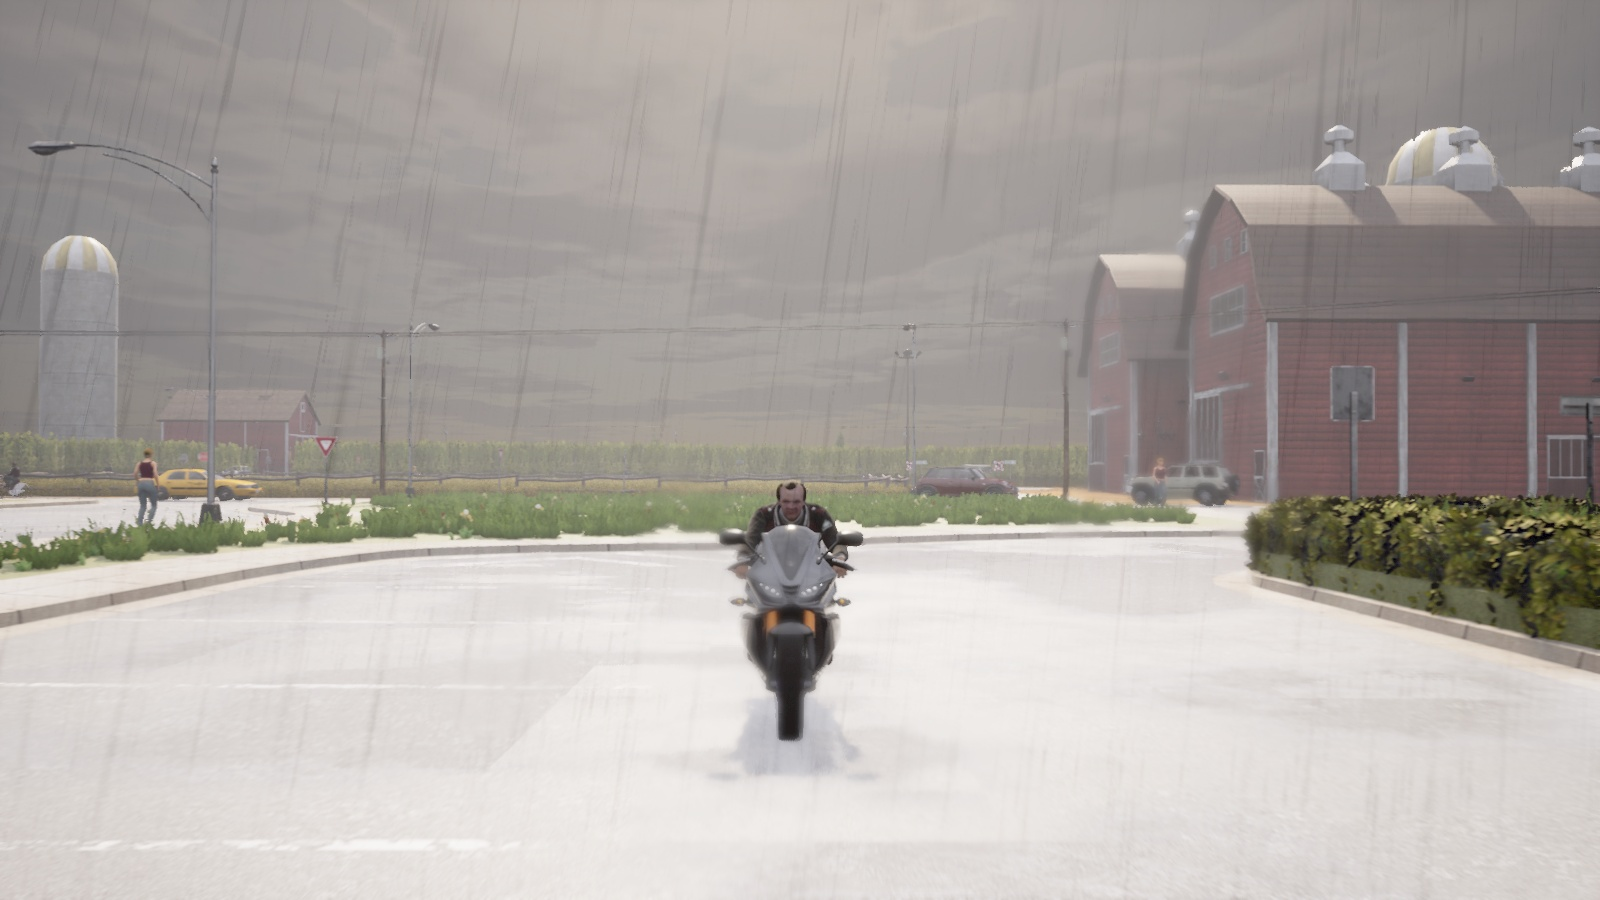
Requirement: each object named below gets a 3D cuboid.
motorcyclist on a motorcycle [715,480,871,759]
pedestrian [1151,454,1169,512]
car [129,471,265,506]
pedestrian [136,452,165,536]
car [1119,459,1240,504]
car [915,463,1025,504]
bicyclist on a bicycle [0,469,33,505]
[{"bbox_3d":[-0.047,0.975,8.118,0.866,1.530,2.191,0,-1,0],"label":"motorcyclist on a motorcycle"},{"bbox_3d":[11.535,1.046,40.224,0.345,1.836,0.594,0,-1,-6],"label":"pedestrian"},{"bbox_3d":[-27.576,1.760,57.538,5.366,1.575,1.801,0,-1,0],"label":"car"},{"bbox_3d":[-14.392,0.960,27.829,0.345,1.836,0.594,0,-1,-2],"label":"pedestrian"},{"bbox_3d":[16.393,1.362,54.286,4.605,1.855,1.932,-1,-1,35],"label":"car"},{"bbox_3d":[7.604,1.496,56.111,4.553,1.767,2.097,-1,-1,19],"label":"car"},{"bbox_3d":[-38.404,1.789,61.041,1.843,1.776,0.659,0,-1,1],"label":"bicyclist on a bicycle"}]
